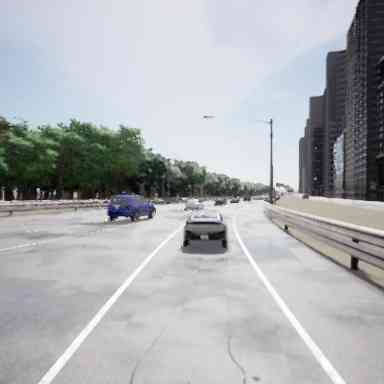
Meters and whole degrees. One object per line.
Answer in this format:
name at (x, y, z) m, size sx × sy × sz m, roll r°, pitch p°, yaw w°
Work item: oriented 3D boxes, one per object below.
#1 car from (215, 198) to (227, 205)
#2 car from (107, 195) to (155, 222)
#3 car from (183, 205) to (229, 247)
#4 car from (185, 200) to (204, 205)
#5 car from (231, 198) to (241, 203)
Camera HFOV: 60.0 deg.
car at (5.743, 1.945, 65.639) m, size 1.837 × 1.490 × 4.892 m, roll 0°, pitch 0°, yaw 16°
car at (-4.904, 1.295, 27.468) m, size 2.150 × 2.045 × 5.566 m, roll 1°, pitch 0°, yaw 16°
car at (0.677, 1.564, 15.493) m, size 2.128 × 1.511 × 4.902 m, roll 0°, pitch 0°, yaw 4°
car at (0.365, 1.784, 46.367) m, size 1.812 × 1.442 × 4.674 m, roll 0°, pitch 0°, yaw 16°
car at (11.258, 2.200, 85.421) m, size 1.994 × 1.385 × 4.181 m, roll 0°, pitch 0°, yaw 16°
